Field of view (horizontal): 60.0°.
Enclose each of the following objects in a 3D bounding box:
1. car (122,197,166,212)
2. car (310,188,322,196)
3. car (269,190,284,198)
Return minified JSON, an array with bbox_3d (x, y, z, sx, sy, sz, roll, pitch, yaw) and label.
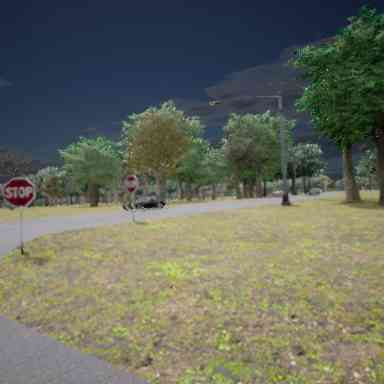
[{"bbox_3d":[-4.728,1.206,33.064,1.895,1.301,4.718,-4,-1,35],"label":"car"},{"bbox_3d":[24.326,-0.055,65.394,2.128,1.511,4.902,-4,-1,27],"label":"car"},{"bbox_3d":[16.314,0.408,63.628,1.812,1.442,4.674,-4,-1,35],"label":"car"}]
